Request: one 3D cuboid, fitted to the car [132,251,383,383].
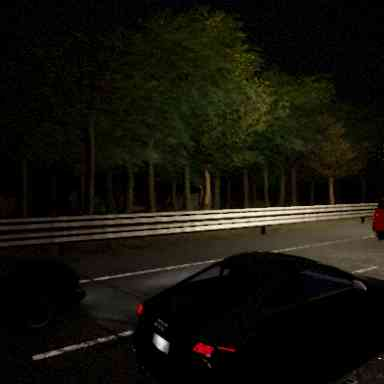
[{"bbox_3d":[1.301,1.564,4.676,4.181,1.385,1.994,0,0,-35],"label":"car"}]

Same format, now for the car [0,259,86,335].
[{"bbox_3d":[-4.175,1.601,5.067,4.718,1.301,1.895,0,0,-35],"label":"car"}]

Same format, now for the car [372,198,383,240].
[{"bbox_3d":[10.708,1.206,15.686,5.566,2.045,2.150,0,0,-35],"label":"car"}]
